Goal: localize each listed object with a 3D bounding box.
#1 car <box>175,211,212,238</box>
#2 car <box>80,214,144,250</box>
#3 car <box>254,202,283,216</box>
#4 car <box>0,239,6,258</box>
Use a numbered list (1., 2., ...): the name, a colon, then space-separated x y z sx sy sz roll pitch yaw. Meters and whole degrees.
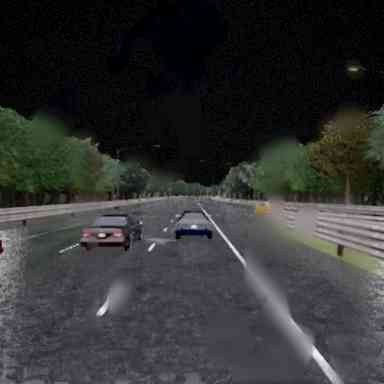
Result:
1. car: 0.101 1.762 18.938 1.994 1.385 4.181 0 -1 0
2. car: -3.399 1.705 15.032 2.033 1.411 5.357 0 -1 0
3. car: 8.776 1.932 38.405 1.882 1.535 5.008 0 -1 -11
4. car: -6.900 1.690 8.519 1.895 1.301 4.718 0 -1 0
